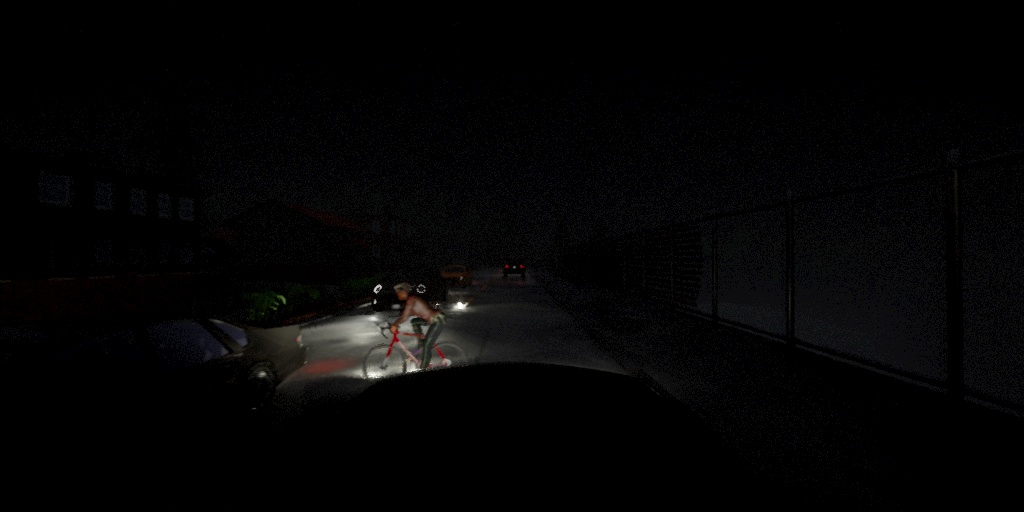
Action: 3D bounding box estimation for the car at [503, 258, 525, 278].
[{"bbox_3d":[0.230,1.225,37.793,2.150,2.045,5.566,0,-1,0],"label":"car"}]

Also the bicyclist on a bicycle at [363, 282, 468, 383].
[{"bbox_3d":[-1.509,1.228,5.555,1.656,1.620,0.582,-2,0,0],"label":"bicyclist on a bicycle"}]

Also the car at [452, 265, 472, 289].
[{"bbox_3d":[-3.972,1.394,25.353,1.882,1.535,5.008,0,0,1],"label":"car"}]

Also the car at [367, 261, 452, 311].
[{"bbox_3d":[-4.040,1.193,14.784,2.097,1.767,4.553,0,0,0],"label":"car"}]

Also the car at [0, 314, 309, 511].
[{"bbox_3d":[-4.095,1.308,3.218,2.033,1.411,5.357,0,0,0],"label":"car"}]
